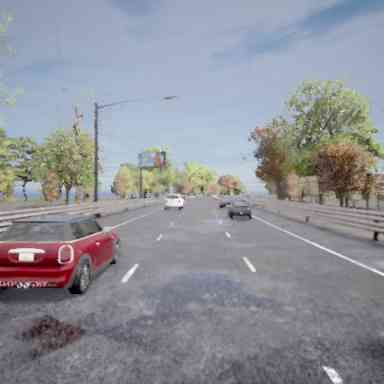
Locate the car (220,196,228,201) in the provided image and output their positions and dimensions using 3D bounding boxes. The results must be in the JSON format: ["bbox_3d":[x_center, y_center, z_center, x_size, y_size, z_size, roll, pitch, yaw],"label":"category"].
[{"bbox_3d":[8.720,1.736,91.057,2.163,1.488,4.792,0,0,7],"label":"car"}]

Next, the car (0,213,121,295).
[{"bbox_3d":[-3.356,1.352,8.910,2.097,1.767,4.553,0,0,1],"label":"car"}]

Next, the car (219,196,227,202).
[{"bbox_3d":[7.532,1.756,80.214,1.994,1.385,4.181,0,0,6],"label":"car"}]

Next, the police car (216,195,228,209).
[{"bbox_3d":[4.891,1.602,47.691,2.038,1.542,4.974,0,0,3],"label":"police car"}]

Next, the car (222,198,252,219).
[{"bbox_3d":[4.123,1.547,29.468,2.128,1.511,4.902,0,0,2],"label":"car"}]

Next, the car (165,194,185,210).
[{"bbox_3d":[-2.263,1.288,44.129,2.150,2.045,5.566,0,0,3],"label":"car"}]
